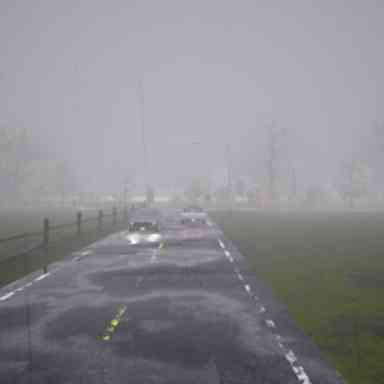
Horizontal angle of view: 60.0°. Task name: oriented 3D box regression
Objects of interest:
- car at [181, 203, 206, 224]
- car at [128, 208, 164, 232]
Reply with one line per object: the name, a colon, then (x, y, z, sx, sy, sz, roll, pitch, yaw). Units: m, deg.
car: (0.093, 1.866, 27.070, 1.895, 1.301, 4.718, 0, -1, 0)
car: (-2.855, 1.764, 21.919, 2.033, 1.411, 5.357, 0, -1, 0)
